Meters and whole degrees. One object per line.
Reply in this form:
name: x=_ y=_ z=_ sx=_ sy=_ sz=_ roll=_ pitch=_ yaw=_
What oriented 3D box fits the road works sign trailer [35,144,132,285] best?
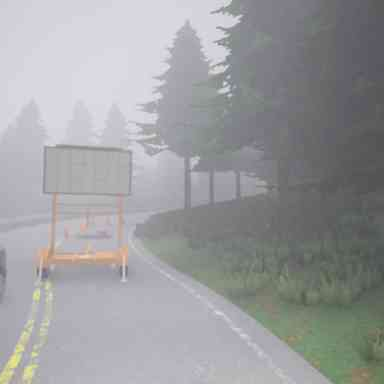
road works sign trailer: x=-3.005 y=0.484 z=9.651 sx=2.380 sy=3.560 sz=2.880 roll=2 pitch=0 yaw=-14

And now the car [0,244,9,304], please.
car: x=-4.300 y=1.442 z=4.807 sx=1.882 sy=1.535 sz=5.008 roll=2 pitch=0 yaw=-12

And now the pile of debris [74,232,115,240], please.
pile of debris: x=-4.780 y=2.158 z=16.447 sx=1.860 sy=0.140 sz=1.500 roll=1 pitch=0 yaw=-14
